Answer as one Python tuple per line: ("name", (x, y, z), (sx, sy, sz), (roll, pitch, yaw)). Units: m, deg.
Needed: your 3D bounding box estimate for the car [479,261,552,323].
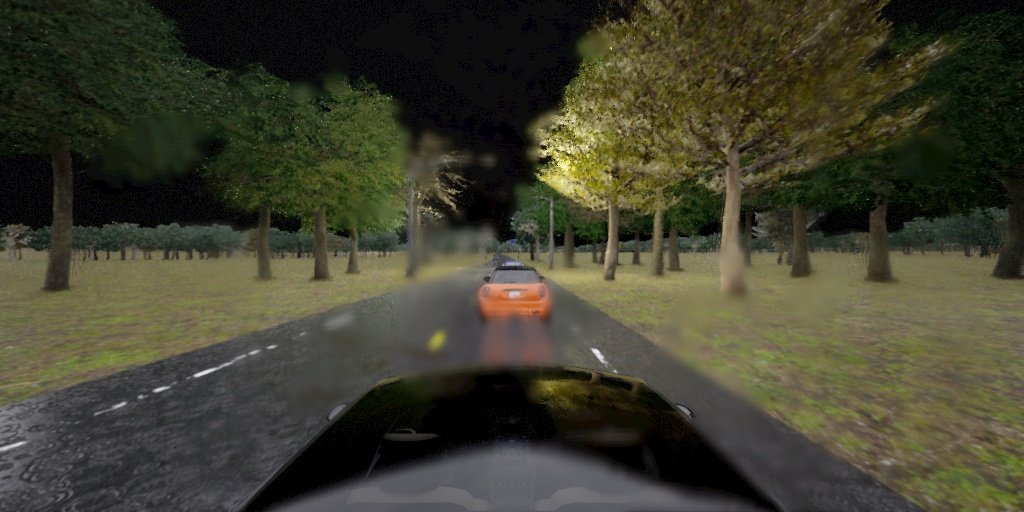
("car", (0.101, 1.093, 12.161), (2.097, 1.767, 4.553), (0, 0, 0))
